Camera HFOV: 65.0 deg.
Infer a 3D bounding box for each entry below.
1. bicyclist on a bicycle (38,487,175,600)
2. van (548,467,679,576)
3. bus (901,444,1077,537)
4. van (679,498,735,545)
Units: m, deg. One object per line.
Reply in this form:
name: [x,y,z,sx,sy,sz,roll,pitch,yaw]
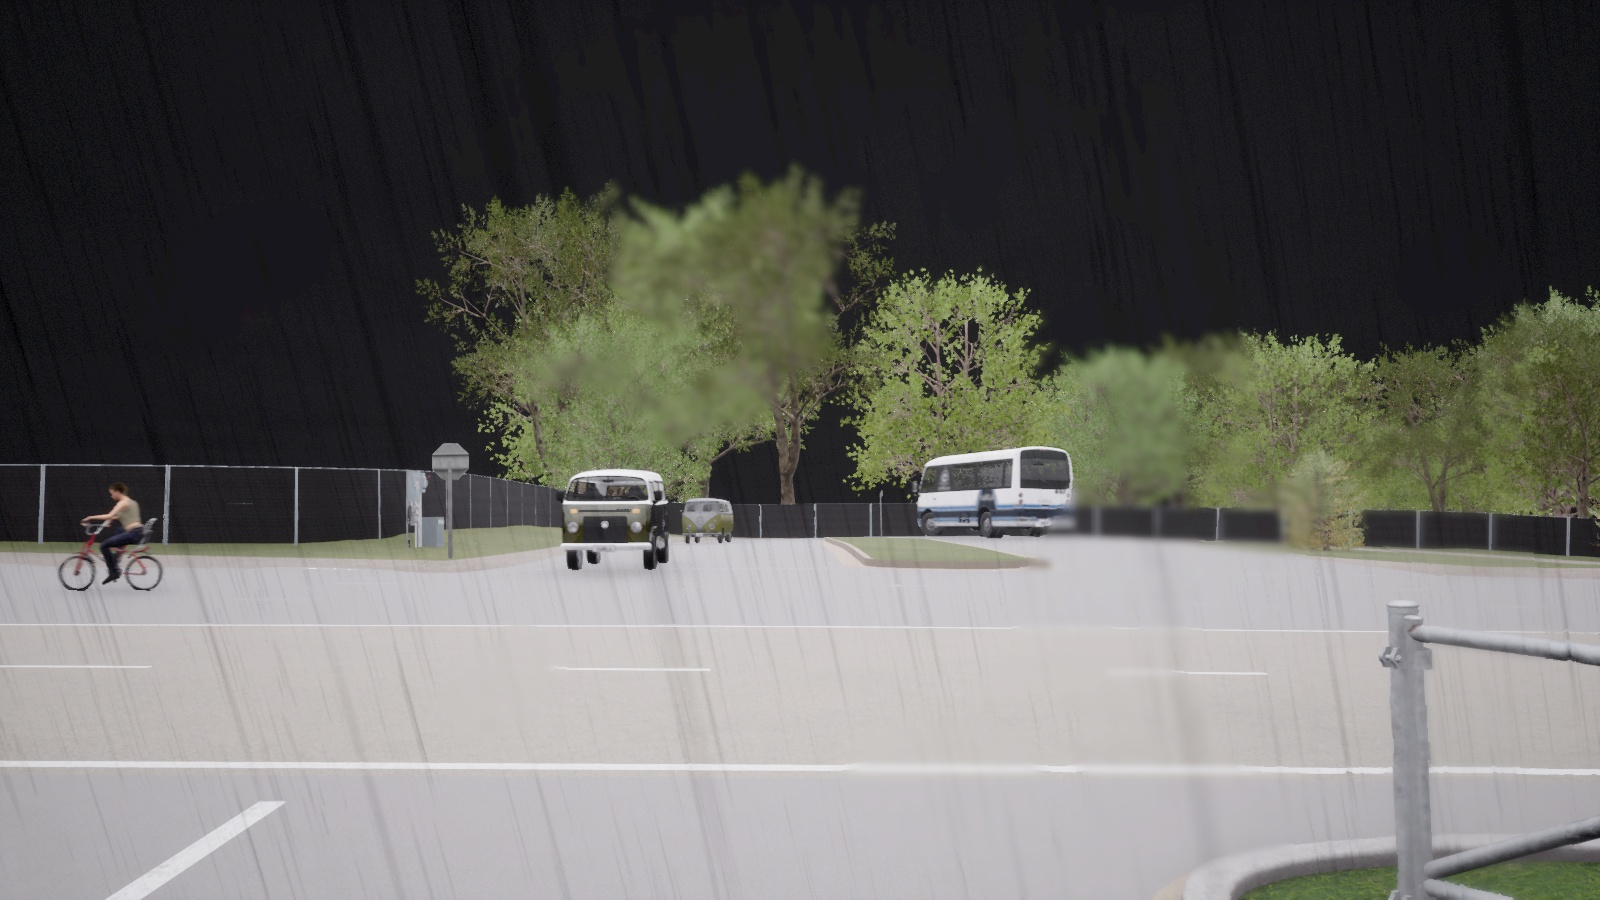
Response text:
bicyclist on a bicycle: [-10.198,1.361,18.512,1.509,1.612,0.866,0,-3,-4]
van: [-3.743,1.436,25.991,2.069,2.038,4.480,-1,-2,-1]
bus: [9.215,2.200,63.156,3.944,4.253,10.273,2,-4,-23]
van: [-4.089,3.196,55.902,1.775,1.987,4.442,-2,-4,5]
